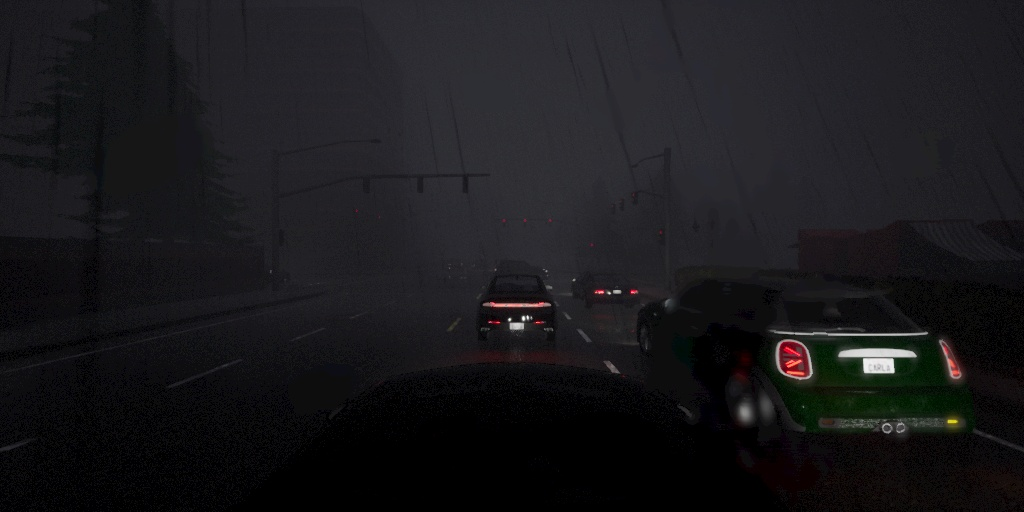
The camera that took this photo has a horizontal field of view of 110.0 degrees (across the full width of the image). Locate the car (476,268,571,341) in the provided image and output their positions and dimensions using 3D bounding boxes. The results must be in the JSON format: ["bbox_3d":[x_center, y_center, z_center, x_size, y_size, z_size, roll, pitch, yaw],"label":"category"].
[{"bbox_3d":[0.134,1.241,9.854,2.128,1.511,4.902,0,0,1],"label":"car"}]

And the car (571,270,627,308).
[{"bbox_3d":[3.706,1.296,15.030,2.033,1.411,5.357,0,0,1],"label":"car"}]

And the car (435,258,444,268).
[{"bbox_3d":[-10.193,1.346,56.502,1.895,1.301,4.718,0,0,-26],"label":"car"}]

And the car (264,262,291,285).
[{"bbox_3d":[-18.796,1.156,26.197,4.553,1.767,2.097,0,0,1],"label":"car"}]

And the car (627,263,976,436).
[{"bbox_3d":[3.630,1.102,5.658,2.097,1.767,4.553,0,0,0],"label":"car"}]

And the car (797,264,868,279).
[{"bbox_3d":[29.077,1.404,32.647,4.718,1.301,1.895,0,0,1],"label":"car"}]

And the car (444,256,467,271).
[{"bbox_3d":[-7.625,1.098,47.886,2.097,1.767,4.553,0,0,-12],"label":"car"}]

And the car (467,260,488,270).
[{"bbox_3d":[-4.714,1.310,51.516,1.994,1.385,4.181,0,0,-18],"label":"car"}]

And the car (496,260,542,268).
[{"bbox_3d":[0.777,1.143,29.392,4.553,1.767,2.097,0,0,1],"label":"car"}]
